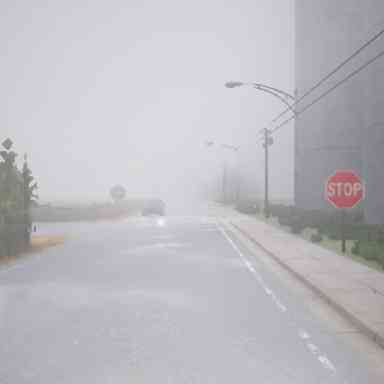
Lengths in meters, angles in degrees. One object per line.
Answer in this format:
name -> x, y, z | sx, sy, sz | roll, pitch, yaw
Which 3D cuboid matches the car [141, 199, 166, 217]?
car -> -3.500, 1.420, 30.916 | 1.837, 1.490, 4.892 | 0, 1, 0
